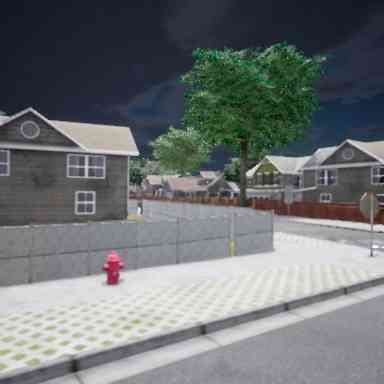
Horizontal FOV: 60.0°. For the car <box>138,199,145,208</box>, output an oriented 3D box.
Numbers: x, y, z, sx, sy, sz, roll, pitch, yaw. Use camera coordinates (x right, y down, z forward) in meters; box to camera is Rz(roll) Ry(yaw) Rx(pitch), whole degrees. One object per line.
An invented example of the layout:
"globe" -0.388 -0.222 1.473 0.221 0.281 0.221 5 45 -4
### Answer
"car" -8.017 1.879 54.976 1.895 1.301 4.718 1 0 -22
